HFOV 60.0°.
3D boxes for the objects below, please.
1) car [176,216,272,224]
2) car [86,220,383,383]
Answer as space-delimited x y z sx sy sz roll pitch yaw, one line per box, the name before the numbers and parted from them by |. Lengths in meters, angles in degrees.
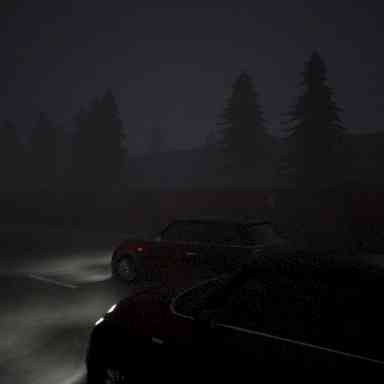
car | 0.112 1.387 8.213 4.553 1.767 2.097 -1 0 35
car | 1.036 1.359 3.265 4.553 1.767 2.097 -1 0 35
